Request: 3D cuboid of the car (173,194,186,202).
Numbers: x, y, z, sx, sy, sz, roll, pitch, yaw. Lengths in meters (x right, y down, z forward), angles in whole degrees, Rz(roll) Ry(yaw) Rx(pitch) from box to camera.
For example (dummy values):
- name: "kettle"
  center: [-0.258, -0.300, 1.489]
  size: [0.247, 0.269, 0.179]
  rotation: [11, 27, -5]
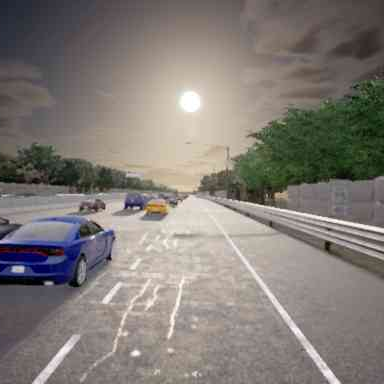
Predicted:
- name: "car"
  center: [-3.254, 1.748, 82.245]
  size: [1.895, 1.301, 4.718]
  rotation: [2, 0, 0]

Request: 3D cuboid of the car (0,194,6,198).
- name: "car"
  center: [-20.887, 0.742, 32.527]
  size: [2.150, 2.045, 5.566]
  rotation: [2, 0, 1]

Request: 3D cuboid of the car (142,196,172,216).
- name: "car"
  center: [-3.334, 1.461, 32.937]
  size: [1.882, 1.535, 5.008]
  rotation: [2, 0, 0]

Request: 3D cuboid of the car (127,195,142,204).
- name: "car"
  center: [-10.263, 1.386, 60.173]
  size: [1.837, 1.490, 4.892]
  rotation: [2, 0, 0]

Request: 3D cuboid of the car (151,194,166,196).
- name: "car"
  center: [-6.761, 1.558, 66.085]
  size: [1.994, 1.385, 4.181]
  rotation: [2, 0, 0]

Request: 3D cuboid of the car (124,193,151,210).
- name: "car"
  center: [-6.796, 1.132, 40.652]
  size: [2.150, 2.045, 5.566]
  rotation: [2, 0, 0]

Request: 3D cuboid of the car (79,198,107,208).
- name: "car"
  center: [-10.327, 1.328, 34.679]
  size: [1.812, 1.442, 4.674]
  rotation: [2, 0, 0]

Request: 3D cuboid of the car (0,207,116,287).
- name: "car"
  center: [-3.466, 1.406, 9.150]
  size: [1.882, 1.535, 5.008]
  rotation: [2, 0, 0]

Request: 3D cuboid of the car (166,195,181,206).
- name: "car"
  center: [-3.272, 1.651, 55.883]
  size: [1.895, 1.301, 4.718]
  rotation: [2, 0, 0]

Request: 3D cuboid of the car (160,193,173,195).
- name: "car"
  center: [-6.746, 1.586, 88.213]
  size: [1.837, 1.490, 4.892]
  rotation: [2, 0, 0]

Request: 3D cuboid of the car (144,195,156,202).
- name: "car"
  center: [-10.250, 1.489, 81.440]
  size: [2.128, 1.511, 4.902]
  rotation: [2, 0, 0]

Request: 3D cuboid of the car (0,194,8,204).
- name: "car"
  center: [-27.784, 0.978, 46.068]
  size: [1.895, 1.301, 4.718]
  rotation: [2, 0, 0]
